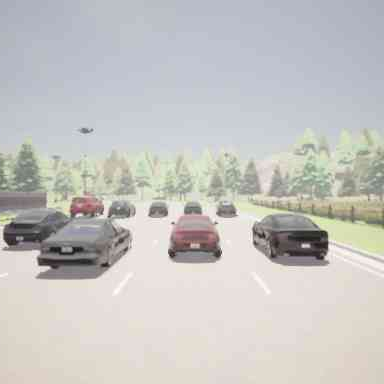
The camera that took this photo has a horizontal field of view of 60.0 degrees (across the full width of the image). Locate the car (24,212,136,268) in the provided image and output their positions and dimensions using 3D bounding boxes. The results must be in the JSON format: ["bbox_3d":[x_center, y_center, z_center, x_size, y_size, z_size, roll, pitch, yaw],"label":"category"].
[{"bbox_3d":[-3.396,1.633,11.539,2.033,1.411,5.357,0,0,0],"label":"car"}]

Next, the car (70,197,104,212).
[{"bbox_3d":[-10.414,1.469,33.390,2.150,2.045,5.566,0,0,-1],"label":"car"}]

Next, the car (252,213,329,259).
[{"bbox_3d":[3.606,1.573,13.010,1.882,1.535,5.008,0,0,0],"label":"car"}]

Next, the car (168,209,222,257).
[{"bbox_3d":[0.105,1.623,13.278,1.812,1.442,4.674,0,0,0],"label":"car"}]

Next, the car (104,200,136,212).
[{"bbox_3d":[-6.927,1.596,33.347,2.097,1.767,4.553,0,0,-1],"label":"car"}]

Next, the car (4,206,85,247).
[{"bbox_3d":[-6.894,1.622,15.741,1.837,1.490,4.892,0,0,0],"label":"car"}]

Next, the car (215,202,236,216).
[{"bbox_3d":[3.546,1.752,35.460,2.128,1.511,4.902,0,0,-1],"label":"car"}]

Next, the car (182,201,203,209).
[{"bbox_3d":[0.055,1.763,35.104,1.837,1.490,4.892,0,0,-1],"label":"car"}]

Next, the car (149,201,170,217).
[{"bbox_3d":[-3.444,1.764,35.100,1.837,1.490,4.892,0,0,-1],"label":"car"}]
